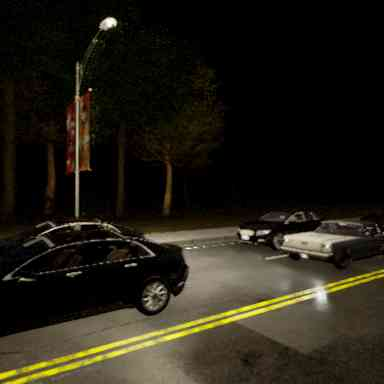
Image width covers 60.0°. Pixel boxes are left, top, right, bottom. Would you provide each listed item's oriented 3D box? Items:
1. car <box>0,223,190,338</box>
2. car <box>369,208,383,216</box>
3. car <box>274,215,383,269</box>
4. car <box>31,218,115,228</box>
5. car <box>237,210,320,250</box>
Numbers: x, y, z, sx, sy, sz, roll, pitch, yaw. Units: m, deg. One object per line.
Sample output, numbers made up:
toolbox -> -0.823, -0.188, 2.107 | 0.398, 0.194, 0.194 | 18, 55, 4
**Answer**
car -> -2.328, 1.512, 6.011 | 4.892, 1.490, 1.837 | 0, 0, -35
car -> 12.438, 1.648, 20.443 | 5.357, 1.411, 2.033 | 0, 0, -35
car -> 5.226, 1.648, 11.390 | 4.718, 1.301, 1.895 | 0, 0, -35
car -> -3.578, 1.515, 9.112 | 4.892, 1.490, 1.837 | 0, 0, -36
car -> 4.112, 1.544, 14.582 | 4.902, 1.511, 2.128 | 0, 0, -35
